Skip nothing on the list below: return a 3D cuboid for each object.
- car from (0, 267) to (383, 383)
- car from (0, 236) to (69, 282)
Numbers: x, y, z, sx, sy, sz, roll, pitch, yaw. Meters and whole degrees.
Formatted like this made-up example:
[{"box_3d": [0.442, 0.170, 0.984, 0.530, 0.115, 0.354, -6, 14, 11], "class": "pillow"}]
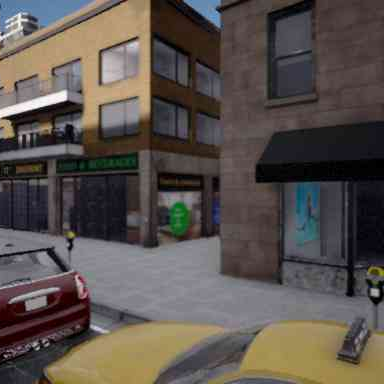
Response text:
[{"box_3d": [0.802, 1.525, 2.239, 4.829, 1.417, 1.752, 0, 0, 36], "class": "car"}, {"box_3d": [-3.552, 1.433, 5.345, 4.097, 1.590, 1.967, 0, 0, 36], "class": "car"}]
